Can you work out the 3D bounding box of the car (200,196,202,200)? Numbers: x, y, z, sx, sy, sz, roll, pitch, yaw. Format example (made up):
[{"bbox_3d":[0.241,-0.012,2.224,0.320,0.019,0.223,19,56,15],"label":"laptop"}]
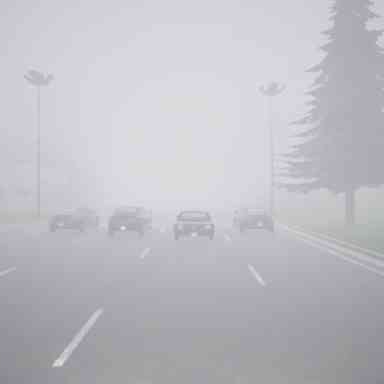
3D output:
[{"bbox_3d":[1.353,1.470,80.277,2.033,1.411,5.357,0,0,17],"label":"car"}]

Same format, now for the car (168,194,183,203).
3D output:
[{"bbox_3d":[-3.473,1.659,71.182,1.895,1.301,4.718,0,0,2],"label":"car"}]

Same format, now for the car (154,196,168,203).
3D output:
[{"bbox_3d":[-6.975,1.563,71.059,1.837,1.490,4.892,0,0,2],"label":"car"}]

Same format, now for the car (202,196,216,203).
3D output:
[{"bbox_3d":[3.508,1.540,69.979,1.882,1.535,5.008,0,0,2],"label":"car"}]

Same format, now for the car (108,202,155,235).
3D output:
[{"bbox_3d":[-3.401,1.522,18.845,1.837,1.490,4.892,0,0,0],"label":"car"}]

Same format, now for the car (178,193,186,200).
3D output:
[{"bbox_3d":[-2.042,1.152,81.124,2.150,2.045,5.566,0,0,17],"label":"car"}]

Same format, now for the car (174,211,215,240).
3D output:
[{"bbox_3d":[0.099,1.617,17.221,1.895,1.301,4.718,0,0,0],"label":"car"}]

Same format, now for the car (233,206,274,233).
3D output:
[{"bbox_3d":[3.586,1.544,19.816,1.812,1.442,4.674,0,0,0],"label":"car"}]

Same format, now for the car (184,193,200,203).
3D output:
[{"bbox_3d":[0.008,1.587,69.979,2.128,1.511,4.902,0,0,2],"label":"car"}]

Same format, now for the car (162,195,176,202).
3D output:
[{"bbox_3d":[-5.638,1.593,81.142,1.812,1.442,4.674,0,0,17],"label":"car"}]

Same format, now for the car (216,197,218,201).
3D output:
[{"bbox_3d":[4.979,1.567,80.257,2.033,1.411,5.357,0,0,17],"label":"car"}]

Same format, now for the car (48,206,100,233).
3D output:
[{"bbox_3d":[-6.914,1.544,19.815,1.812,1.442,4.674,0,0,0],"label":"car"}]
